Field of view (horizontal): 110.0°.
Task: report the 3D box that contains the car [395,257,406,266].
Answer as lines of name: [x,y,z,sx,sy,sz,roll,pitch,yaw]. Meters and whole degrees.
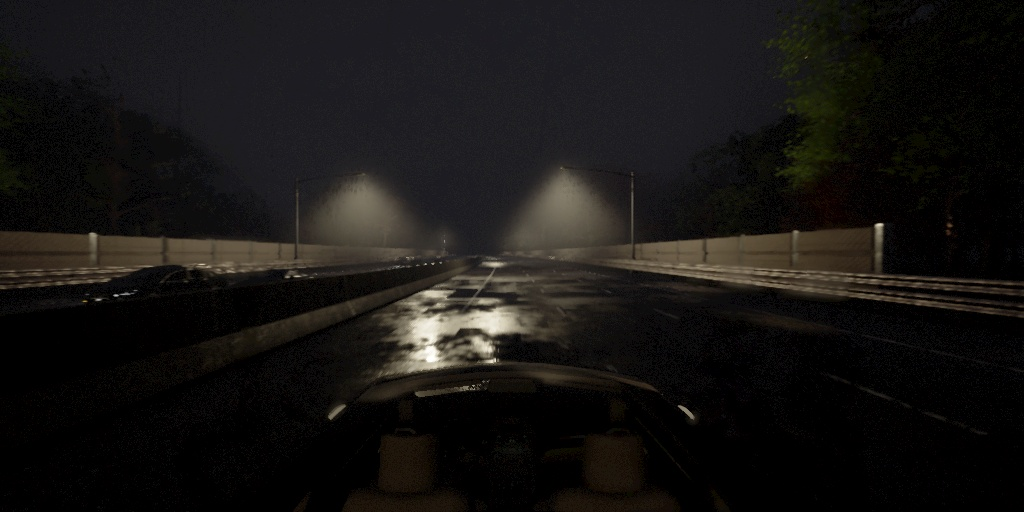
car: [-18.444,0.948,61.252,2.033,1.411,5.357,0,0,-2]

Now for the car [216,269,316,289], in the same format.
car: [-10.641,1.284,16.318,1.994,1.385,4.181,0,0,0]

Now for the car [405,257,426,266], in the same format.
car: [-14.811,0.990,56.296,1.994,1.385,4.181,0,0,-1]

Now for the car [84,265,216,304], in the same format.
car: [-14.133,1.239,14.666,1.837,1.490,4.892,0,0,0]

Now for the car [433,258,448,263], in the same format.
car: [-11.335,0.979,57.308,1.994,1.385,4.181,0,0,-1]
